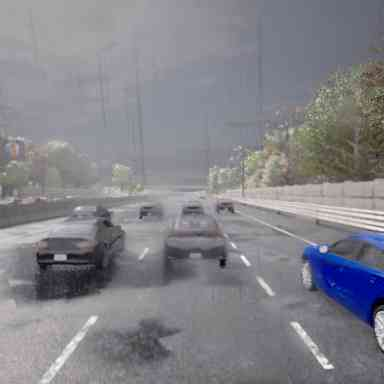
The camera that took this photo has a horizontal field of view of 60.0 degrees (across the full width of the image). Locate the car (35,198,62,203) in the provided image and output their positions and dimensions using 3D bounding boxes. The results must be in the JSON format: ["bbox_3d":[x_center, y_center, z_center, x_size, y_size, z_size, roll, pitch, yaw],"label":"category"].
[{"bbox_3d":[-17.583,1.621,42.178,1.895,1.301,4.718,0,0,0],"label":"car"}]

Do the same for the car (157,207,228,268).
[{"bbox_3d":[0.101,1.493,11.327,2.128,1.511,4.902,0,0,0],"label":"car"}]

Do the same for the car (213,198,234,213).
[{"bbox_3d":[3.503,1.486,36.579,1.837,1.490,4.892,0,0,0],"label":"car"}]

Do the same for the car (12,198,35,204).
[{"bbox_3d":[-21.078,1.499,43.724,1.882,1.535,5.008,0,0,0],"label":"car"}]

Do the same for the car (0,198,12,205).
[{"bbox_3d":[-24.562,1.571,45.437,2.033,1.411,5.357,0,0,0],"label":"car"}]

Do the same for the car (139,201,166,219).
[{"bbox_3d":[-3.398,1.515,29.011,1.837,1.490,4.892,0,0,0],"label":"car"}]

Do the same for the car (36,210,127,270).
[{"bbox_3d":[-3.412,1.528,10.906,1.812,1.442,4.674,0,0,0],"label":"car"}]

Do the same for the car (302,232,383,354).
[{"bbox_3d":[3.546,1.458,5.942,1.882,1.535,5.008,0,0,-1],"label":"car"}]

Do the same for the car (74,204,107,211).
[{"bbox_3d":[-6.896,1.555,22.963,2.033,1.411,5.357,0,0,0],"label":"car"}]

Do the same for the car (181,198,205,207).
[{"bbox_3d":[0.103,1.515,29.012,1.837,1.490,4.892,0,0,0],"label":"car"}]
